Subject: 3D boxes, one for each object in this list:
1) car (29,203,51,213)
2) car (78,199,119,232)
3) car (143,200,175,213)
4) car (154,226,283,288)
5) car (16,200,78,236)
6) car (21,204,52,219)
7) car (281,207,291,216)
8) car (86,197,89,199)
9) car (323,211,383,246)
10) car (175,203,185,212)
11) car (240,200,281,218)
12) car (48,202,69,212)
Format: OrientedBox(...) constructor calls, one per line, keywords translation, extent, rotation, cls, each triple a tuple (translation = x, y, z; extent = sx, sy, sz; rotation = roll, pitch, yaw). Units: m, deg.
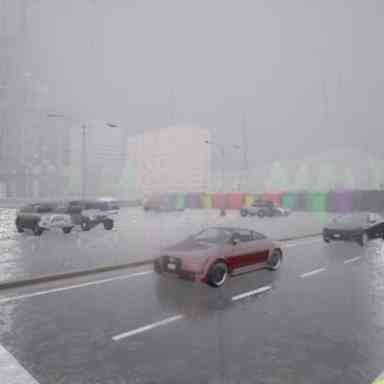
OrientedBox(translation=(-23.538, 2.415, 51.358), extent=(1.970, 1.475, 3.806), rotation=(1, -1, -44), cls="car")
OrientedBox(translation=(-6.887, 1.586, 22.123), extent=(1.905, 1.878, 3.866), rotation=(1, -1, -44), cls="car")
OrientedBox(translation=(-5.092, 2.050, 48.374), extent=(1.932, 1.855, 4.605), rotation=(1, -1, -44), cls="car")
OrientedBox(translation=(0.923, 1.745, 9.924), extent=(4.181, 1.385, 1.994), rotation=(1, -1, -44), cls="car")
OrientedBox(translation=(-8.998, 1.555, 20.143), extent=(1.932, 1.855, 4.605), rotation=(1, -1, -44), cls="car")
OrientedBox(translation=(-17.134, 2.123, 36.517), extent=(1.970, 1.475, 3.806), rotation=(1, -1, -44), cls="car")
OrientedBox(translation=(9.229, 2.049, 37.847), extent=(1.970, 1.475, 3.806), rotation=(1, -1, -44), cls="car")
OrientedBox(translation=(-19.577, 2.229, 55.289), extent=(1.932, 1.855, 4.605), rotation=(1, -1, -44), cls="car")
OrientedBox(translation=(8.507, 1.759, 17.026), extent=(5.008, 1.535, 1.882), rotation=(1, -1, -43), cls="car")
OrientedBox(translation=(-2.972, 2.289, 50.344), extent=(1.784, 1.438, 3.905), rotation=(1, -1, -44), cls="car")
OrientedBox(translation=(7.146, 1.782, 35.839), extent=(1.905, 1.878, 3.866), rotation=(1, -1, -44), cls="car")
OrientedBox(translation=(-21.463, 2.412, 53.377), extent=(1.784, 1.438, 3.905), rotation=(1, -1, -44), cls="car")
